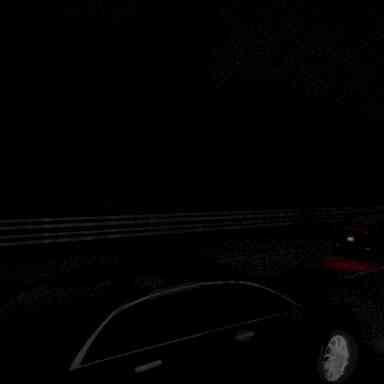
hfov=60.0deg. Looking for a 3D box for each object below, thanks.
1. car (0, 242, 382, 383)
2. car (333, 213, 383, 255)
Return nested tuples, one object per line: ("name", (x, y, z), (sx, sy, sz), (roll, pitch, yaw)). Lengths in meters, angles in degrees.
("car", (-0.063, 1.521, 3.701), (4.892, 1.490, 1.837), (0, 0, -35))
("car", (7.831, 1.584, 13.630), (5.008, 1.535, 1.882), (0, 0, -35))
